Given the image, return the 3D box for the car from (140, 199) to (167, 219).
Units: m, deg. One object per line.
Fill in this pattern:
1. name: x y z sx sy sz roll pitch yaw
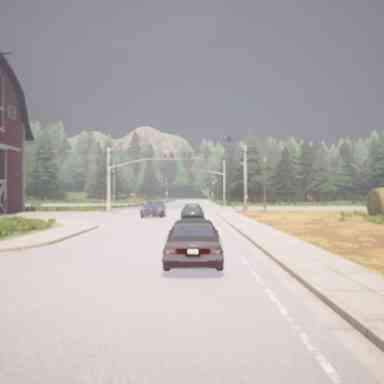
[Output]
1. car: -3.565 1.506 31.224 2.097 1.767 4.553 0 0 0

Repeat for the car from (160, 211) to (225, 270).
1. car: 0.049 1.610 11.197 2.033 1.411 5.357 0 0 1

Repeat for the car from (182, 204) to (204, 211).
1. car: 0.063 1.711 29.425 1.994 1.385 4.181 0 0 1
